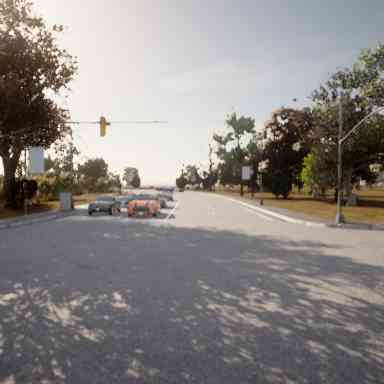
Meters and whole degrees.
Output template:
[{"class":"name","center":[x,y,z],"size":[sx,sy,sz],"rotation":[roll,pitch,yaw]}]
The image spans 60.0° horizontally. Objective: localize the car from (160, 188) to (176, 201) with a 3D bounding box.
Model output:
[{"class":"car","center":[-3.728,0.593,48.705],"size":[1.812,1.442,4.674],"rotation":[0,1,-1]}]

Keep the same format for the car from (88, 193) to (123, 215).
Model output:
[{"class":"car","center":[-7.097,1.007,27.381],"size":[1.837,1.490,4.892],"rotation":[0,1,0]}]

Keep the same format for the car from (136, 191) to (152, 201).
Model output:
[{"class":"car","center":[-7.271,0.619,50.780],"size":[1.895,1.301,4.718],"rotation":[0,1,-1]}]

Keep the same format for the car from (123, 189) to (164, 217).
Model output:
[{"class":"car","center":[-3.596,0.886,25.627],"size":[2.097,1.767,4.553],"rotation":[0,1,0]}]

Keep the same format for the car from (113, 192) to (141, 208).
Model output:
[{"class":"car","center":[-7.115,0.814,36.798],"size":[2.128,1.511,4.902],"rotation":[0,1,0]}]

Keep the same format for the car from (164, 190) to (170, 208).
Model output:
[{"class":"car","center":[-3.608,0.867,34.773],"size":[1.837,1.490,4.892],"rotation":[0,1,0]}]
